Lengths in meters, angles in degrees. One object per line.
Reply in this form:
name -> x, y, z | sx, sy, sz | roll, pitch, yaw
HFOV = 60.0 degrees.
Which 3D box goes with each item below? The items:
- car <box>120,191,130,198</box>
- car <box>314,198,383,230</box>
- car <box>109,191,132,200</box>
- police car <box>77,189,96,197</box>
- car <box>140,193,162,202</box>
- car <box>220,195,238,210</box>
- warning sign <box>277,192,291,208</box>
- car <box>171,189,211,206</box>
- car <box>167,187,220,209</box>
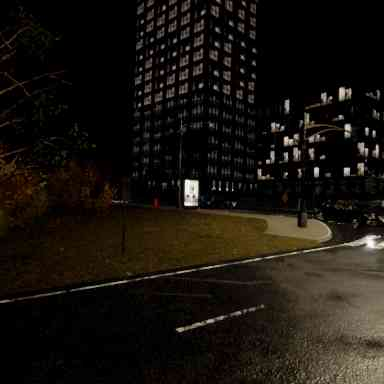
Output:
car -> -12.119, 0.568, 51.982 | 1.882, 1.535, 5.008 | 3, -1, -41
car -> 9.047, 1.152, 19.053 | 1.837, 1.490, 4.892 | 1, 1, -16
car -> -13.630, 0.643, 63.405 | 2.128, 1.511, 4.902 | 3, -1, -43
police car -> -24.178, 0.310, 76.000 | 1.930, 1.638, 5.238 | 3, -1, -44
car -> -6.879, 0.900, 55.992 | 1.994, 1.385, 4.181 | 3, -1, -41
car -> 2.628, 0.994, 34.744 | 2.128, 1.511, 4.902 | 3, -1, -40
warning sign -> 10.967, 0.989, 39.522 | 1.300, 1.860, 1.060 | 2, -1, -40
car -> -0.196, 0.694, 43.480 | 2.150, 2.045, 5.566 | 3, -1, -40
car -> -0.199, 0.598, 33.090 | 2.150, 2.045, 5.566 | 3, -1, -40
